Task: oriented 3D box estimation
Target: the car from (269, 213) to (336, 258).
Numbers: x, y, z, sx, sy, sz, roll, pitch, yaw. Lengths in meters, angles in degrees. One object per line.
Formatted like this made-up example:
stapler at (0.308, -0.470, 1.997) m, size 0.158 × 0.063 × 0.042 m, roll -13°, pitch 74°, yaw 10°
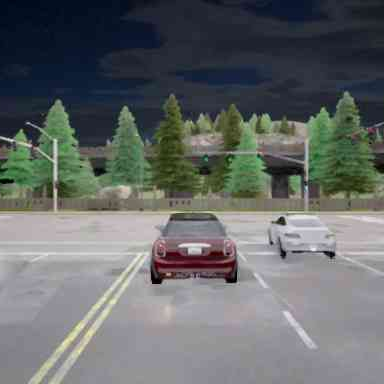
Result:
car at (4.074, 1.542, 12.733) m, size 1.812 × 1.442 × 4.674 m, roll 0°, pitch 0°, yaw 7°

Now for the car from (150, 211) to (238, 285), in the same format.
car at (-0.014, 1.366, 9.728) m, size 2.097 × 1.767 × 4.553 m, roll 0°, pitch 0°, yaw -2°
